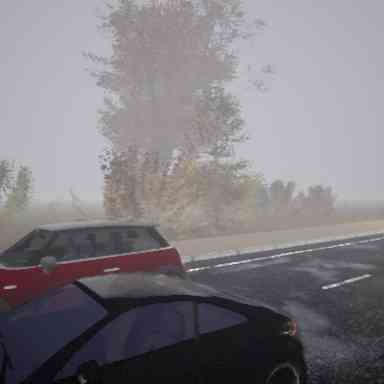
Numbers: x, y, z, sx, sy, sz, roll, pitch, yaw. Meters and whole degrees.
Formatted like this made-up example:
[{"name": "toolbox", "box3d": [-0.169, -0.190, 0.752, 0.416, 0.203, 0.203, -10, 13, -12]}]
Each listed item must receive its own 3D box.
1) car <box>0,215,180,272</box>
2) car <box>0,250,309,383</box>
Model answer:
[{"name": "car", "box3d": [-2.342, 1.352, 6.000, 4.553, 1.767, 2.097, 0, 0, -35]}, {"name": "car", "box3d": [-0.834, 1.564, 3.085, 4.181, 1.385, 1.994, 0, 0, -35]}]
